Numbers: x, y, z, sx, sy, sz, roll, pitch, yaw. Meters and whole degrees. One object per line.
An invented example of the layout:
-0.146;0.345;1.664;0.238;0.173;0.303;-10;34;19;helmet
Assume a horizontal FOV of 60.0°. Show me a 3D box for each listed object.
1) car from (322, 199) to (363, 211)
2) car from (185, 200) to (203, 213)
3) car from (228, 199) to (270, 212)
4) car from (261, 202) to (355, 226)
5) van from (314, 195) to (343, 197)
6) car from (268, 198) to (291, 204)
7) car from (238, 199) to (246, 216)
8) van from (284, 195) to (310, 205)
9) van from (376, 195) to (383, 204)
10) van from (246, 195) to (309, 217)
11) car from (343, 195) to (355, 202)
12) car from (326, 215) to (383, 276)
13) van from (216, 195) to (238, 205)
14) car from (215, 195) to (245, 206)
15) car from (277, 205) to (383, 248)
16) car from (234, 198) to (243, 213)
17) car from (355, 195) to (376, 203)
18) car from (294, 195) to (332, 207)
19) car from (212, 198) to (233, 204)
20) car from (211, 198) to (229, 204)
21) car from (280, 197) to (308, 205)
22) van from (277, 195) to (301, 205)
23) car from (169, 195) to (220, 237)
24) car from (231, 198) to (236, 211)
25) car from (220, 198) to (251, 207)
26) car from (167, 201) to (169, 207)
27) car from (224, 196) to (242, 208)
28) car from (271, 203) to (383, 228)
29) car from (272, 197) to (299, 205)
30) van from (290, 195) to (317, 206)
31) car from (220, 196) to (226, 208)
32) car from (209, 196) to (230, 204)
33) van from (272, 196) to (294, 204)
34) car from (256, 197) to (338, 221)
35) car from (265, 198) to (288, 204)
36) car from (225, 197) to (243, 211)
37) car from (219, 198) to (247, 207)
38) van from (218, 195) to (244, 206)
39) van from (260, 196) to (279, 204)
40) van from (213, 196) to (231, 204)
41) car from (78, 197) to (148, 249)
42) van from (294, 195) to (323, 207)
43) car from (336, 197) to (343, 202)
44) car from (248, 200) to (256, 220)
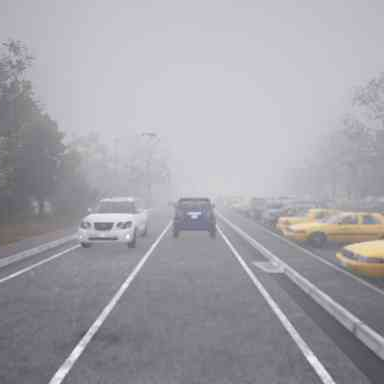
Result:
20.254;1.726;44.851;4.674;1.452;2.002;0;0;0;car
0.214;1.710;39.910;2.033;1.411;5.357;0;0;0;car
7.158;1.676;42.156;4.892;1.521;2.231;0;0;0;car
6.981;1.544;19.947;4.892;1.521;2.231;0;0;0;car
20.388;1.477;47.623;4.442;1.987;1.878;0;0;0;van
20.491;2.102;77.944;4.892;1.521;2.231;0;-1;0;car
7.040;1.634;31.052;4.792;1.488;2.163;0;0;0;car
20.278;1.583;64.253;4.442;1.987;1.878;0;-1;0;van
20.031;1.371;30.879;4.442;1.987;1.878;0;0;0;van
7.165;1.361;28.276;4.442;1.987;1.878;0;0;0;van
20.161;1.381;36.418;5.566;2.045;2.435;0;0;0;car
6.719;1.546;8.855;5.366;1.575;1.946;0;0;0;car
7.240;1.699;69.902;4.442;1.987;1.878;0;-1;0;van
7.344;1.565;64.366;5.566;2.045;2.435;0;0;0;car
6.761;1.535;14.528;5.366;1.575;1.946;0;0;0;car
7.060;1.652;33.828;4.792;1.488;2.163;0;0;0;car
20.140;1.363;33.647;5.566;2.045;2.435;0;0;0;car
20.305;1.505;55.934;5.566;2.045;2.435;0;0;0;car
7.444;2.174;80.997;5.008;1.535;2.097;0;-1;0;car
7.530;2.390;89.322;4.792;1.488;2.163;0;-1;0;car
20.420;1.852;66.868;5.008;1.535;2.097;0;-1;0;car
20.318;1.689;69.643;4.442;1.987;1.878;0;-1;0;van
0.127;1.281;18.509;2.150;2.045;5.566;0;0;0;car
7.081;1.669;36.604;4.792;1.488;2.163;0;0;0;car
7.249;1.763;56.036;5.008;1.535;2.097;0;0;0;car
-3.100;1.897;56.523;1.895;1.301;4.718;0;-1;1;car
7.166;1.694;44.932;4.892;1.521;2.231;0;0;0;car
7.152;1.534;17.178;5.366;1.575;1.946;0;0;0;car
20.271;1.973;72.406;5.366;1.575;1.946;0;-1;0;car
20.490;1.564;61.348;4.442;1.987;1.878;0;0;0;van
7.007;1.707;47.709;5.366;1.575;1.946;0;0;0;car
7.493;2.172;92.105;5.566;2.045;2.435;0;-1;0;car
20.593;1.813;75.179;4.442;1.987;1.878;0;-1;0;van
7.039;1.429;22.727;4.553;1.767;2.185;0;0;0;car
20.512;2.163;80.714;5.008;1.535;2.097;0;-1;0;car
6.945;1.655;39.382;5.366;1.575;1.946;0;0;0;car
7.277;1.821;58.812;4.674;1.452;2.002;0;0;0;car
7.178;1.573;61.591;4.442;1.987;1.878;0;0;0;van
20.695;2.123;89.027;4.442;1.987;1.878;0;-1;0;van
7.576;2.010;83.777;4.442;1.987;1.878;0;-1;0;van
-3.331;1.268;15.198;2.150;2.045;5.566;0;0;0;car
20.471;1.548;58.703;4.442;1.987;1.878;0;0;0;van
20.224;1.667;41.957;5.008;1.535;2.097;0;0;0;car
7.057;1.599;25.499;4.792;1.488;2.163;0;0;0;car
